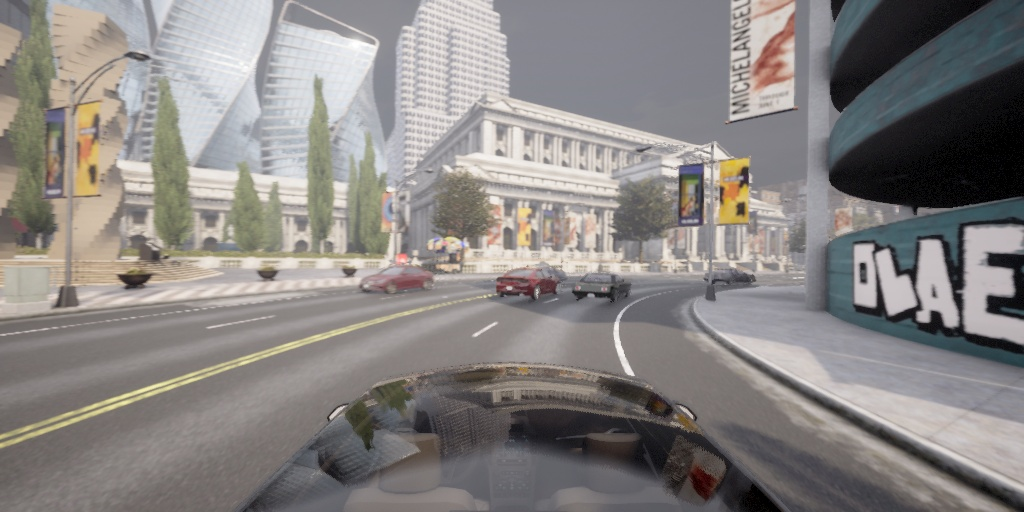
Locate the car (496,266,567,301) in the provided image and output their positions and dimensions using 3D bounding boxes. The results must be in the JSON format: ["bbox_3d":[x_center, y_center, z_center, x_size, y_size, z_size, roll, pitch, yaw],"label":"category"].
[{"bbox_3d":[0.990,1.332,18.432,1.882,1.535,5.008,0,-1,27],"label":"car"}]

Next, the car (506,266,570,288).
[{"bbox_3d":[2.094,1.466,26.914,2.033,1.411,5.357,1,0,40],"label":"car"}]

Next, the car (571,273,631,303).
[{"bbox_3d":[4.635,1.516,17.994,1.895,1.301,4.718,1,0,29],"label":"car"}]

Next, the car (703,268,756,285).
[{"bbox_3d":[19.271,1.788,31.717,5.357,1.411,2.033,1,0,-29],"label":"car"}]

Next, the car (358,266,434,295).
[{"bbox_3d":[-6.219,1.264,19.906,1.812,1.442,4.674,1,0,26],"label":"car"}]
